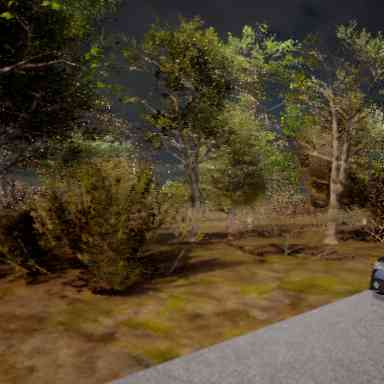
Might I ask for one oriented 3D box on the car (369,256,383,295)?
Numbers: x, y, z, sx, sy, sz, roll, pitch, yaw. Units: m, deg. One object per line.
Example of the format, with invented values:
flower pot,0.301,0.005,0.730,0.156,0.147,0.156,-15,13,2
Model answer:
car,5.779,1.593,7.449,4.181,1.385,1.994,0,0,-37
